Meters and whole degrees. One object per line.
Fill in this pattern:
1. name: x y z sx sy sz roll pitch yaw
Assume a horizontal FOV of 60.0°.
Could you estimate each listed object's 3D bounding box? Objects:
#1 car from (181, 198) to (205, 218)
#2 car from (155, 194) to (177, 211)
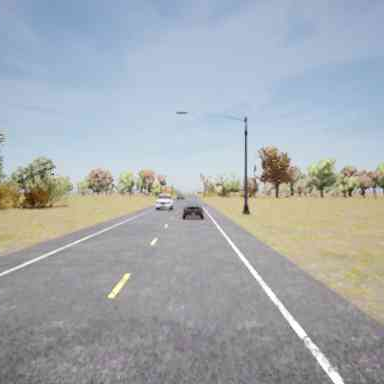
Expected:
1. car: 0.099 1.586 30.600 1.837 1.490 4.892 0 0 0
2. car: -3.580 1.338 43.686 2.150 2.045 5.566 0 0 0
